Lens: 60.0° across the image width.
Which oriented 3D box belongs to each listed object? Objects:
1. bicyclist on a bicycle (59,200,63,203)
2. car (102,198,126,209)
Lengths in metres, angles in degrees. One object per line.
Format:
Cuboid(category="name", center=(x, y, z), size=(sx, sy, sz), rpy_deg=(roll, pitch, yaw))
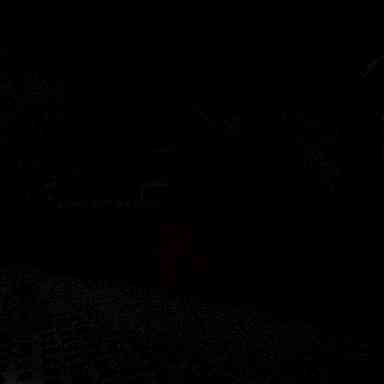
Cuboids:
Cuboid(category="bicyclist on a bicycle", center=(-9.455, 1.380, 24.359), size=(1.656, 1.620, 0.582), rpy_deg=(-3, -2, 22))
Cuboid(category="car", center=(-9.639, 1.797, 39.550), size=(2.150, 2.045, 5.566), rpy_deg=(-3, -2, 22))
